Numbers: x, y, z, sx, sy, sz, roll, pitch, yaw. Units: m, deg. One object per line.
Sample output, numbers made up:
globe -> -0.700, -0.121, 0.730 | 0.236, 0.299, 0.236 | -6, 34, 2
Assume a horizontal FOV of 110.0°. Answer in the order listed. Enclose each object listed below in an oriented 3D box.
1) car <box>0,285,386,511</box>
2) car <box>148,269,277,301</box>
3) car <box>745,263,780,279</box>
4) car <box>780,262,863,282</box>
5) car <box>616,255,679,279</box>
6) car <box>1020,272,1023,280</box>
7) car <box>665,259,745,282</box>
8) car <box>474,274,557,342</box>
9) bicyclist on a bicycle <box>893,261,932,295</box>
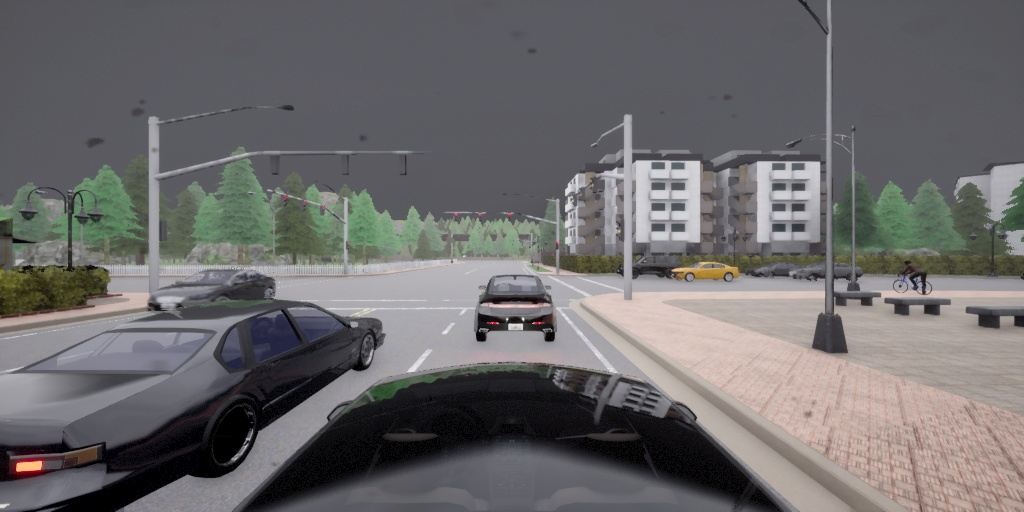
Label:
car -> -3.444, 1.297, 4.672 | 2.033, 1.411, 5.357 | 0, 0, 1
car -> -10.619, 1.241, 13.166 | 2.128, 1.511, 4.902 | 0, 0, -8
car -> 24.041, 1.298, 32.153 | 5.357, 1.411, 2.033 | 0, 0, 2
car -> 24.793, 1.240, 28.491 | 4.902, 1.511, 2.128 | 0, 0, 4
car -> 12.213, 0.971, 31.977 | 5.566, 2.045, 2.150 | 0, 0, -2
car -> 39.457, 1.276, 25.137 | 4.674, 1.442, 1.812 | 0, 0, 22
car -> 15.296, 1.228, 28.569 | 5.008, 1.535, 1.882 | 0, 0, -2
car -> 0.084, 1.242, 9.771 | 2.128, 1.511, 4.902 | 0, 0, 0
bicyclist on a bicycle -> 19.391, 1.051, 17.395 | 0.582, 1.620, 1.656 | 0, 0, -3
